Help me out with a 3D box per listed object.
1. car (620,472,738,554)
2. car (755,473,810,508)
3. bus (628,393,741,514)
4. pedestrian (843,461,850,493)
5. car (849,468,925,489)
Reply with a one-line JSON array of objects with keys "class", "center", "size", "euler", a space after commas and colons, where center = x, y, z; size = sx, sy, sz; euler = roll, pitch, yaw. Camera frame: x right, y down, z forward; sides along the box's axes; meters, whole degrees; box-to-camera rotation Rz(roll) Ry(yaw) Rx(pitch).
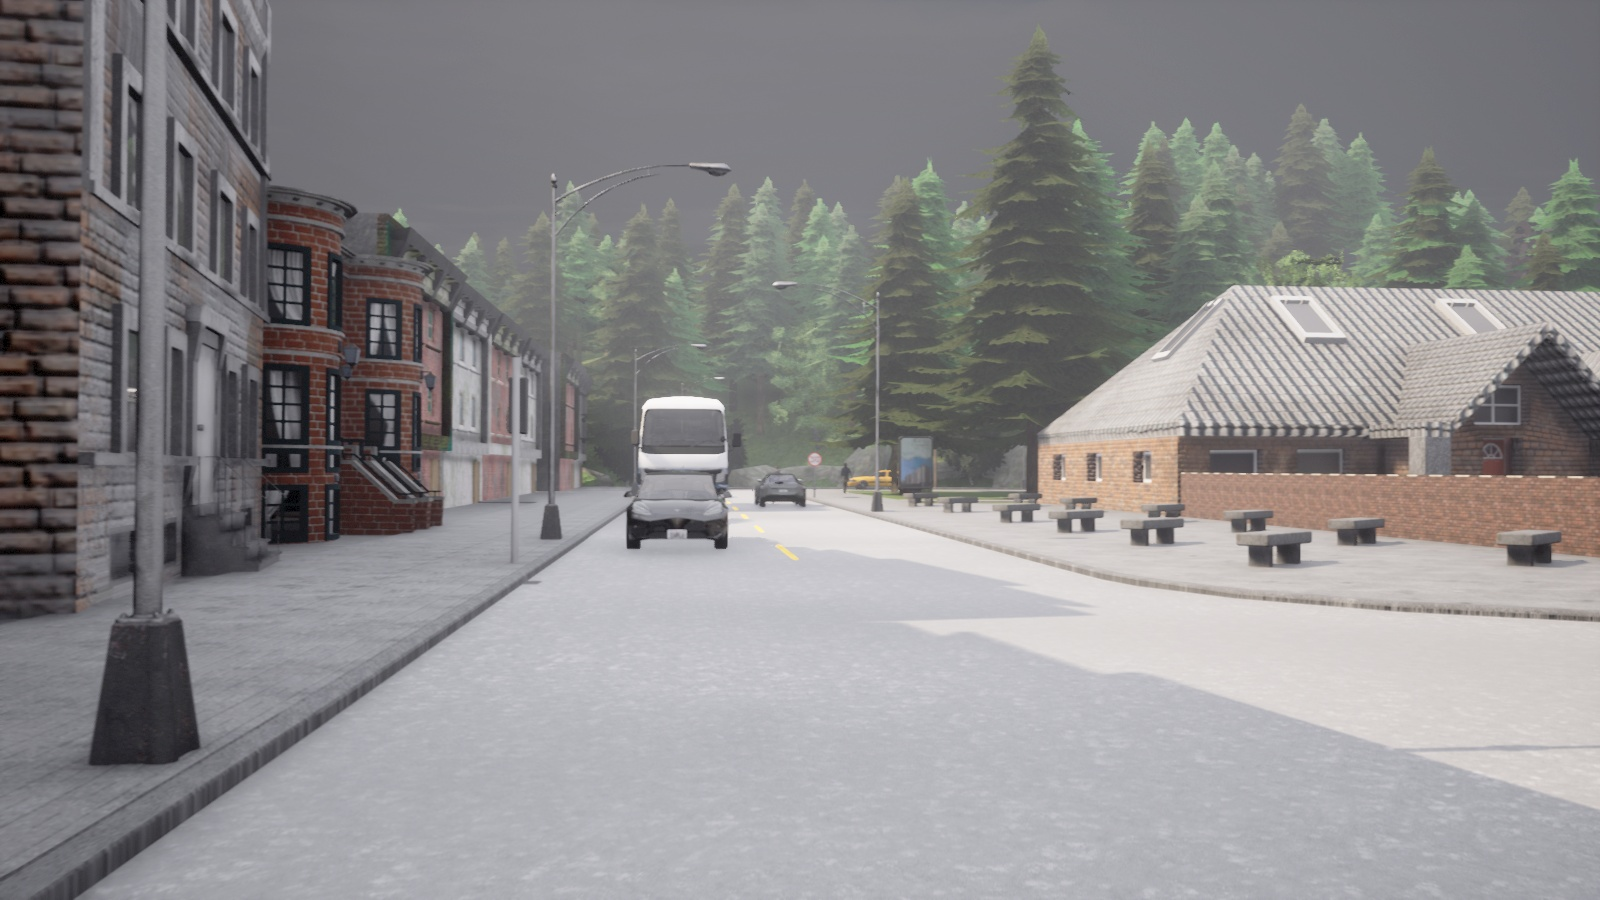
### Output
[{"class": "car", "center": [-2.442, 1.197, 25.542], "size": [2.163, 1.488, 4.792], "euler": [0, -1, -5]}, {"class": "car", "center": [-0.782, 1.656, 52.705], "size": [1.994, 1.385, 4.181], "euler": [0, -1, -5]}, {"class": "bus", "center": [-4.517, 0.180, 49.404], "size": [3.944, 4.253, 10.273], "euler": [0, -1, -5]}, {"class": "pedestrian", "center": [2.701, 1.587, 72.920], "size": [0.370, 1.835, 0.726], "euler": [0, -1, -1]}, {"class": "car", "center": [6.367, 2.097, 92.660], "size": [5.366, 1.575, 1.801], "euler": [0, -1, -6]}]
